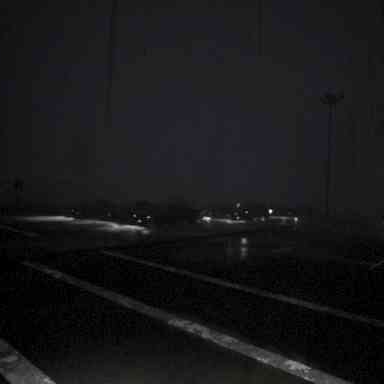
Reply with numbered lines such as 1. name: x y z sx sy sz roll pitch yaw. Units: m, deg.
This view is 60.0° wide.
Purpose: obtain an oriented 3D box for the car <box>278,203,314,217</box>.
1. car: 12.100 2.080 37.759 1.895 1.301 4.718 2 0 42

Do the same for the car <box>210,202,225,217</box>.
1. car: 2.467 1.661 32.271 1.994 1.385 4.181 2 0 42

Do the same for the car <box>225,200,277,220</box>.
1. car: 5.441 1.720 30.336 1.837 1.490 4.892 2 0 42

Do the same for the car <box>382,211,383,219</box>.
1. car: 23.086 2.419 37.818 1.837 1.490 4.892 2 0 43

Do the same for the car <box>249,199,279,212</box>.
1. car: 9.261 1.859 39.827 2.128 1.511 4.902 2 0 42

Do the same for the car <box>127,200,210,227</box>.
1. car: -1.469 1.489 22.660 2.033 1.411 5.357 2 0 42

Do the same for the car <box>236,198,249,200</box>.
1. car: 6.173 1.595 41.621 2.097 1.767 4.553 2 0 42

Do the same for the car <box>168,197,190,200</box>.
1. car: -1.789 1.281 32.759 2.097 1.767 4.553 2 0 42

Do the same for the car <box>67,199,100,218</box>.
1. car: -7.597 1.262 26.299 1.994 1.385 4.181 2 0 42

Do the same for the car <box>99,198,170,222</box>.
1. car: -4.194 1.359 24.854 1.812 1.442 4.674 2 0 42
